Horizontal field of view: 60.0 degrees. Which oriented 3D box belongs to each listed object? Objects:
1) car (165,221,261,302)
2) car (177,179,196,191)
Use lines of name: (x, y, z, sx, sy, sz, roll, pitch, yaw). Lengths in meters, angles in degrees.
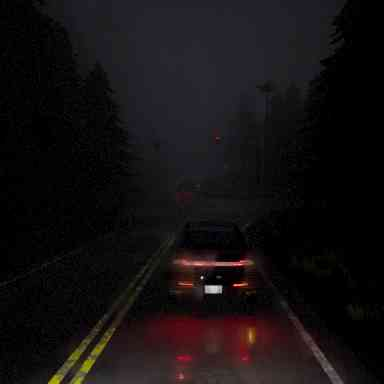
car: (0.449, 1.466, 8.186, 2.128, 1.511, 4.902, 0, 0, 2)
car: (-0.697, -1.069, 45.239, 1.812, 1.442, 4.674, 1, 9, 14)
